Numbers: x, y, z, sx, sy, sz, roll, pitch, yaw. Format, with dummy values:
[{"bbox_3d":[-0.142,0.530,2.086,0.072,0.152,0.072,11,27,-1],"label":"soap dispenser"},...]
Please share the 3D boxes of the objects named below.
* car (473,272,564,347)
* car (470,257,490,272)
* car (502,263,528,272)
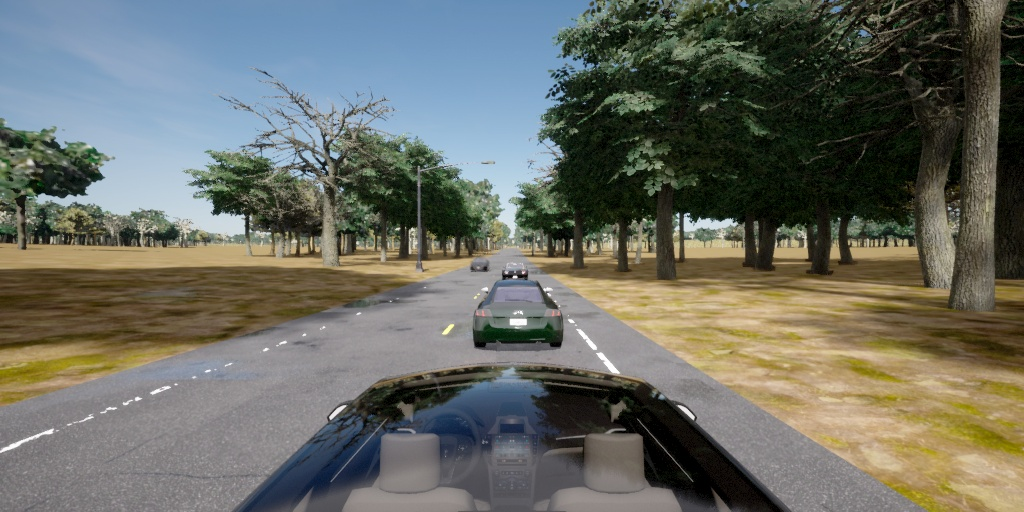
[{"bbox_3d":[0.135,1.293,9.248,1.994,1.385,4.181,0,0,0],"label":"car"},{"bbox_3d":[-3.415,0.906,38.753,1.882,1.535,5.008,0,1,0],"label":"car"},{"bbox_3d":[0.225,1.159,27.173,1.895,1.301,4.718,0,1,0],"label":"car"}]
